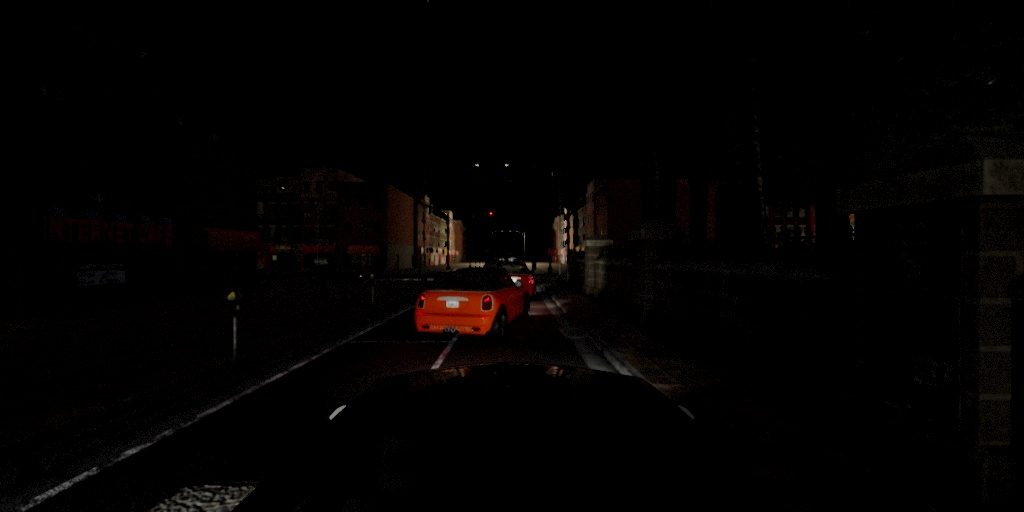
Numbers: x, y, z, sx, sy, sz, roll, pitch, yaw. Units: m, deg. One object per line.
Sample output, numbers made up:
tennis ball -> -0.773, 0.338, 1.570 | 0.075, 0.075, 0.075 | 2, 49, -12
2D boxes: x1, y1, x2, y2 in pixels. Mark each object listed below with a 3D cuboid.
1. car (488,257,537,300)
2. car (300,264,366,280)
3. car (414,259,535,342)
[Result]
car -> 0.055, 1.085, 17.527 | 2.097, 1.767, 4.553 | 0, 0, 1
car -> -14.546, 1.341, 29.346 | 4.718, 1.301, 1.895 | 0, 0, 2
car -> -0.847, 1.093, 10.058 | 2.097, 1.767, 4.553 | 0, 0, 13
